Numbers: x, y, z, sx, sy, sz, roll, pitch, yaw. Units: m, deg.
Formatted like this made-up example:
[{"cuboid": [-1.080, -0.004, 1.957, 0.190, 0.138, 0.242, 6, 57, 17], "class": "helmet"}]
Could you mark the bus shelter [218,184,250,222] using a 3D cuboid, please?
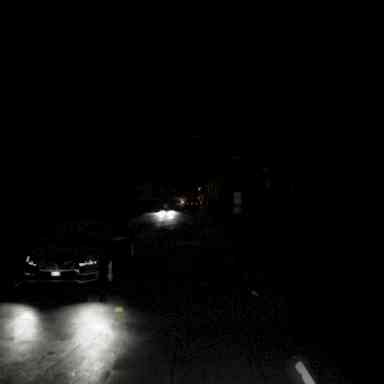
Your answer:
[{"cuboid": [3.149, 0.743, 25.656, 1.920, 2.740, 3.880, 1, 1, 0], "class": "bus shelter"}]

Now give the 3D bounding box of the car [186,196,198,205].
[{"cuboid": [0.008, 1.291, 54.099, 1.895, 1.301, 4.718, 0, 0, 0], "class": "car"}]

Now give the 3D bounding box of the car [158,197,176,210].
[{"cuboid": [-2.841, 1.282, 38.259, 2.128, 1.511, 4.902, 0, 0, 0], "class": "car"}]

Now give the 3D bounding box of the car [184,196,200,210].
[{"cuboid": [0.038, 1.328, 40.033, 2.033, 1.411, 5.357, 0, 0, 1], "class": "car"}]

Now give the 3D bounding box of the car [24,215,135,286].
[{"cuboid": [-2.829, 1.460, 9.359, 1.837, 1.490, 4.892, 0, 0, 0], "class": "car"}]
